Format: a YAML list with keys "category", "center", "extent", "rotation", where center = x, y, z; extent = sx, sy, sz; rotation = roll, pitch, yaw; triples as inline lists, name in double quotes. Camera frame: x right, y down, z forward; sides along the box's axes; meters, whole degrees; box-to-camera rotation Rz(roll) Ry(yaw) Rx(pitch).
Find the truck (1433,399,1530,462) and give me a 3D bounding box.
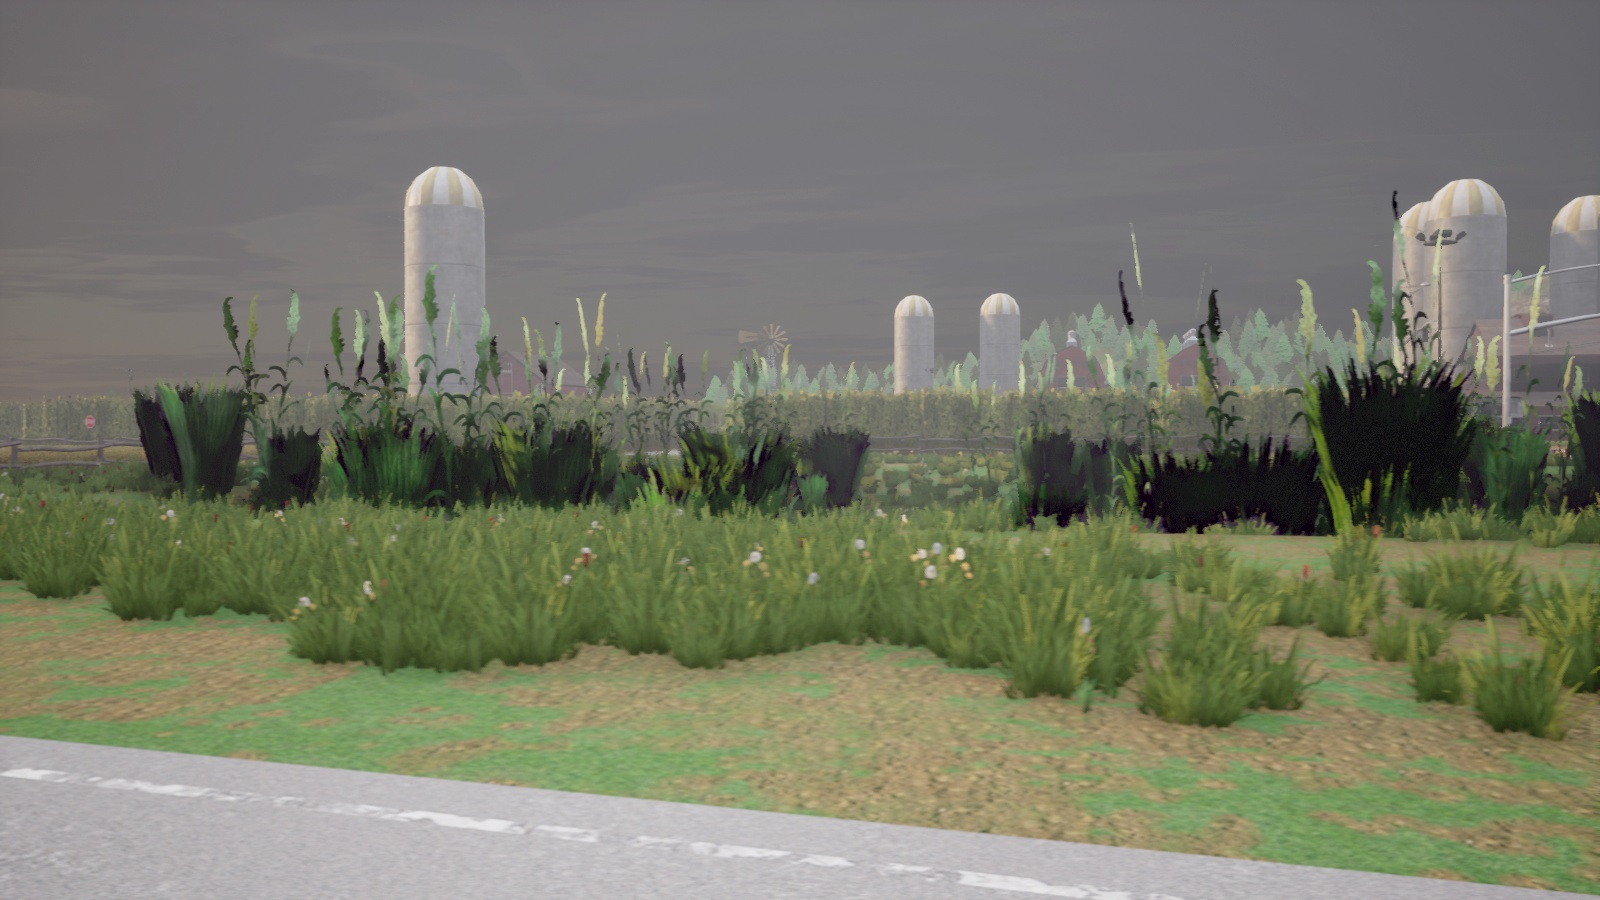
- category: "truck"
  center: [39.750, -1.164, 73.573]
  extent: [2.891, 3.462, 7.936]
  rotation: [1, 1, 13]
